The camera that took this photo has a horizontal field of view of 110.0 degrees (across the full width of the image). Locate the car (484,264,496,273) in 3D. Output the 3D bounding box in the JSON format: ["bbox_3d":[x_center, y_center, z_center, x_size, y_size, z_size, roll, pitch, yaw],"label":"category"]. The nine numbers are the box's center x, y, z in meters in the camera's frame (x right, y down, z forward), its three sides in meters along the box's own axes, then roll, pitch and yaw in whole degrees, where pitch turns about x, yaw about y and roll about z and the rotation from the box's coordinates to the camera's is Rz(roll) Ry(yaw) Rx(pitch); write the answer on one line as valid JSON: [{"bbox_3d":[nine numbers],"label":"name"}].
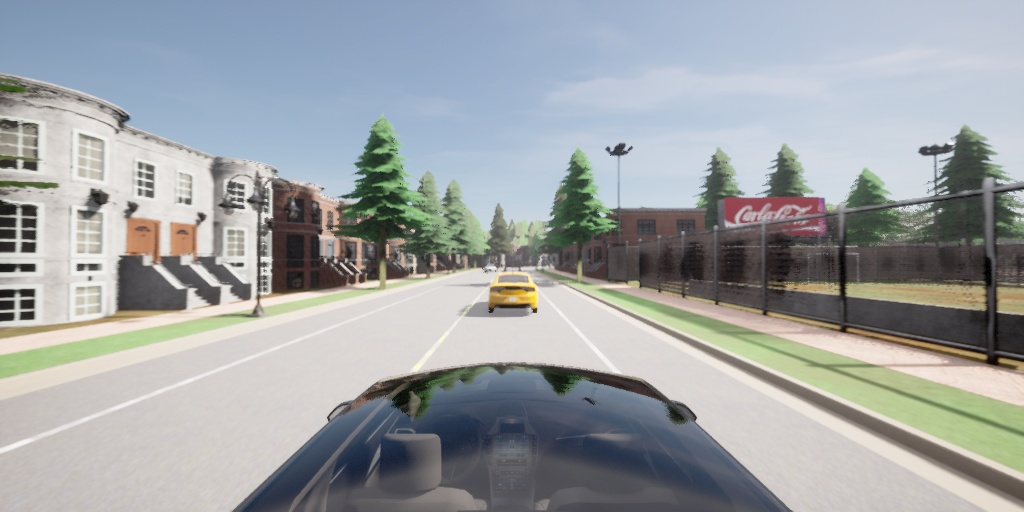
[{"bbox_3d":[-3.536,2.076,59.703,1.812,1.442,4.674,0,-1,1],"label":"car"}]

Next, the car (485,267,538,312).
[{"bbox_3d":[0.056,1.414,15.249,1.882,1.535,5.008,0,-1,1],"label":"car"}]
